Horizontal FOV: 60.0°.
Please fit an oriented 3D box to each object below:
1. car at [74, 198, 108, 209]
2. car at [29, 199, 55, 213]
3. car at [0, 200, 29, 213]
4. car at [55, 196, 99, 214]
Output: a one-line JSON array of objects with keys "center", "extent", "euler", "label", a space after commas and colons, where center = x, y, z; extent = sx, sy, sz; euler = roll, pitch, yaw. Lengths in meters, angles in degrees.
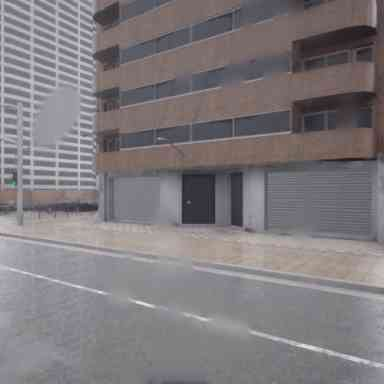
[{"center": [-13.825, 1.564, 45.600], "extent": [1.994, 1.385, 4.181], "euler": [0, 0, 35], "label": "car"}, {"center": [-15.148, 1.477, 37.560], "extent": [1.882, 1.535, 5.008], "euler": [0, 0, 35], "label": "car"}, {"center": [-19.519, 1.547, 37.400], "extent": [2.033, 1.411, 5.357], "euler": [0, 0, 35], "label": "car"}, {"center": [-11.716, 1.477, 36.053], "extent": [1.882, 1.535, 5.008], "euler": [0, 0, 35], "label": "car"}]
